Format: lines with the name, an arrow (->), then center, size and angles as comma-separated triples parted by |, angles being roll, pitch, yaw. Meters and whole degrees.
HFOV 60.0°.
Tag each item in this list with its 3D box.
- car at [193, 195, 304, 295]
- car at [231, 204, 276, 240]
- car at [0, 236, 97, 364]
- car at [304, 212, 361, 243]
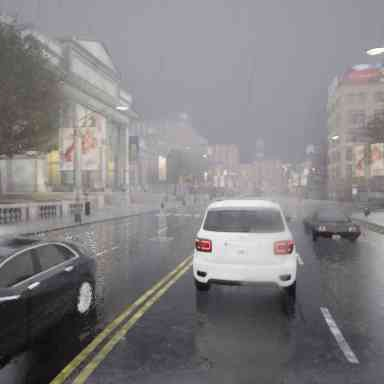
car -> 1.469, 1.221, 8.964 | 2.150, 2.045, 5.566 | 0, 0, 11
car -> 3.436, 1.491, 18.269 | 2.128, 1.511, 4.902 | 0, 0, 12
car -> -3.040, 1.505, 4.785 | 1.837, 1.490, 4.892 | 0, 0, 8
car -> 6.588, 1.600, 16.234 | 1.895, 1.301, 4.718 | 0, 0, 12
